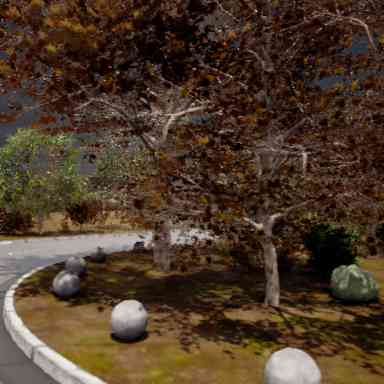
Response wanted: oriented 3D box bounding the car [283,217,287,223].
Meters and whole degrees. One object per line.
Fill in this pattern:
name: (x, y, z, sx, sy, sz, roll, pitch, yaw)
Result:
car: (14.628, 4.655, 53.343, 1.994, 1.385, 4.181, -1, -4, 35)
